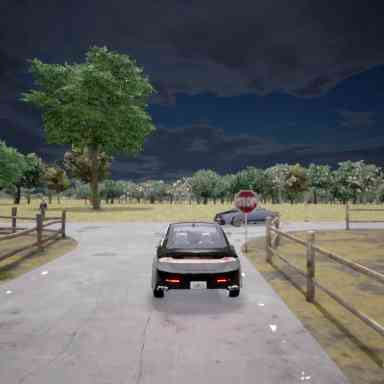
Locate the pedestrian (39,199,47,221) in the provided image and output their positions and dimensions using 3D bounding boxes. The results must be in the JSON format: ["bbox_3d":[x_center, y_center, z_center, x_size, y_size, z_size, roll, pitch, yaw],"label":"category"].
[{"bbox_3d":[-12.116,1.439,27.076,0.375,1.860,0.375,0,-1,0],"label":"pedestrian"}]

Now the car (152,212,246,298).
[{"bbox_3d":[0.049,1.505,8.545,2.128,1.511,4.902,0,0,-2],"label":"car"}]

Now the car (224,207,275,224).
[{"bbox_3d":[3.513,1.573,22.210,4.181,1.385,1.994,0,-2,-24],"label":"car"}]
